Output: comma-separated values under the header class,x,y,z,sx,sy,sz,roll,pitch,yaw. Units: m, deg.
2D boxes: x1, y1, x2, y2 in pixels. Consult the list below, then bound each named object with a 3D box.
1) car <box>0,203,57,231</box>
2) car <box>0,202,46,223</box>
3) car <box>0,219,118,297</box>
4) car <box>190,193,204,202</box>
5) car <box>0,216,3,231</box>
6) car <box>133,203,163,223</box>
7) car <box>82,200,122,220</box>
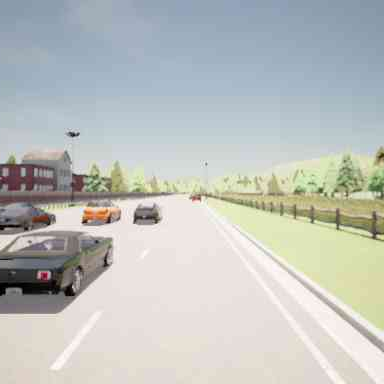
class,x,y,z,sx,sy,sz,roll,pitch,yaw
car,-10.402,1.616,20.880,2.033,1.411,5.357,0,0,0
car,-13.902,1.615,27.249,1.812,1.442,4.674,0,0,0
car,-3.402,1.629,8.594,1.895,1.301,4.718,0,0,0
car,1.217,1.494,83.493,2.150,2.045,5.566,0,0,0
car,-6.900,1.552,8.053,1.812,1.442,4.674,0,0,0
car,-3.402,1.577,26.211,2.128,1.511,4.902,0,0,0
car,-6.902,1.437,25.940,2.097,1.767,4.553,0,0,0
